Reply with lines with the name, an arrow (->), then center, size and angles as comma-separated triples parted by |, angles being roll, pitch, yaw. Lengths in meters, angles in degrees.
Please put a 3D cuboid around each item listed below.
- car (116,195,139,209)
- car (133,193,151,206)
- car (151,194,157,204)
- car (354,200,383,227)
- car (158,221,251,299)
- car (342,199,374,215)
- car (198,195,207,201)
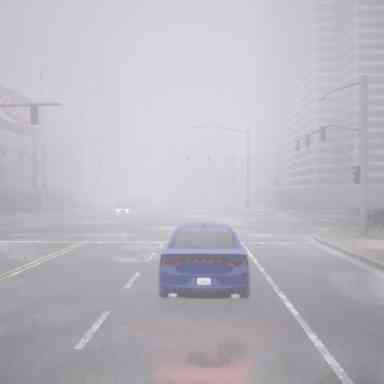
car -> -9.150, 1.564, 46.134 | 1.994, 1.385, 4.181 | 0, 0, 2
car -> -8.840, 1.221, 55.477 | 2.150, 2.045, 5.566 | 0, 0, 2
car -> -8.431, 1.547, 66.158 | 2.033, 1.411, 5.357 | 0, 0, 3
car -> 13.723, 1.477, 21.684 | 5.008, 1.535, 1.882 | 0, 0, 2
car -> 0.312, 1.478, 8.557 | 1.882, 1.535, 5.008 | 0, 0, 2
car -> 17.221, 1.505, 32.294 | 4.892, 1.490, 1.837 | 0, 0, 2
car -> 2.749, 1.524, 86.160 | 1.812, 1.442, 4.674 | 0, 0, 2
